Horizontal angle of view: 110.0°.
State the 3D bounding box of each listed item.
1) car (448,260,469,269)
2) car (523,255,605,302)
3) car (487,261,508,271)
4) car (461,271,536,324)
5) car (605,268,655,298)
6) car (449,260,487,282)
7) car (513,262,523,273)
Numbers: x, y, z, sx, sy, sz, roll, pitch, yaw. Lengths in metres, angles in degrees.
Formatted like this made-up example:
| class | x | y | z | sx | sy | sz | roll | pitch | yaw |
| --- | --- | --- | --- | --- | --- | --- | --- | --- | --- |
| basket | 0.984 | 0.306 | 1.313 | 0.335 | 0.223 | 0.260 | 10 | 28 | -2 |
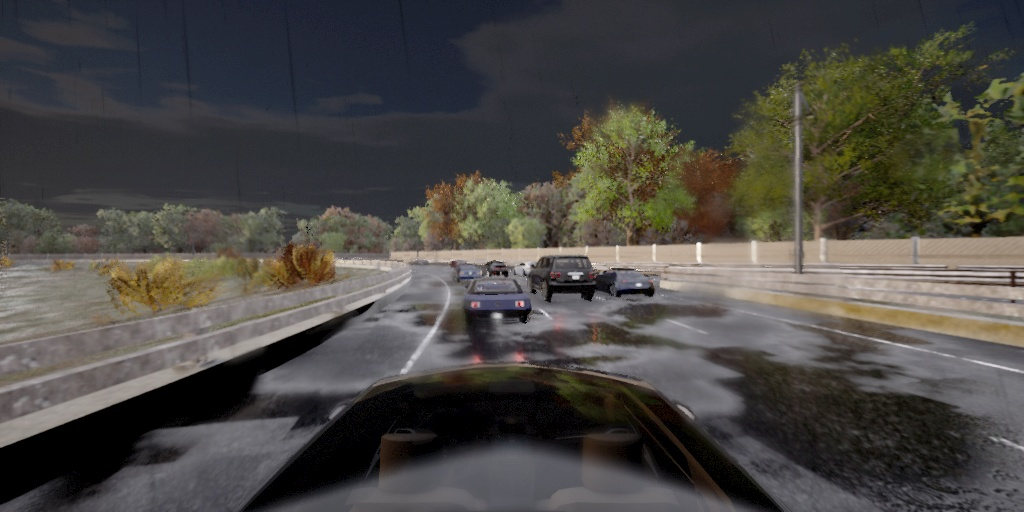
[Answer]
| class | x | y | z | sx | sy | sz | roll | pitch | yaw |
| --- | --- | --- | --- | --- | --- | --- | --- | --- | --- |
| car | -8.797 | 1.310 | 58.450 | 1.994 | 1.385 | 4.181 | 0 | 0 | -31 |
| car | 2.228 | 0.961 | 17.257 | 2.150 | 2.045 | 5.566 | 0 | 0 | -8 |
| car | -1.734 | 1.255 | 34.194 | 1.837 | 1.490 | 4.892 | 0 | 0 | -17 |
| car | -0.622 | 1.351 | 12.011 | 1.895 | 1.301 | 4.718 | 0 | 0 | -6 |
| car | 5.530 | 1.292 | 18.448 | 1.994 | 1.385 | 4.181 | 0 | 0 | -8 |
| car | -3.709 | 1.306 | 28.714 | 2.033 | 1.411 | 5.357 | 0 | 0 | -15 |
| car | 1.572 | 1.264 | 35.289 | 1.812 | 1.442 | 4.674 | 0 | 0 | -18 |
